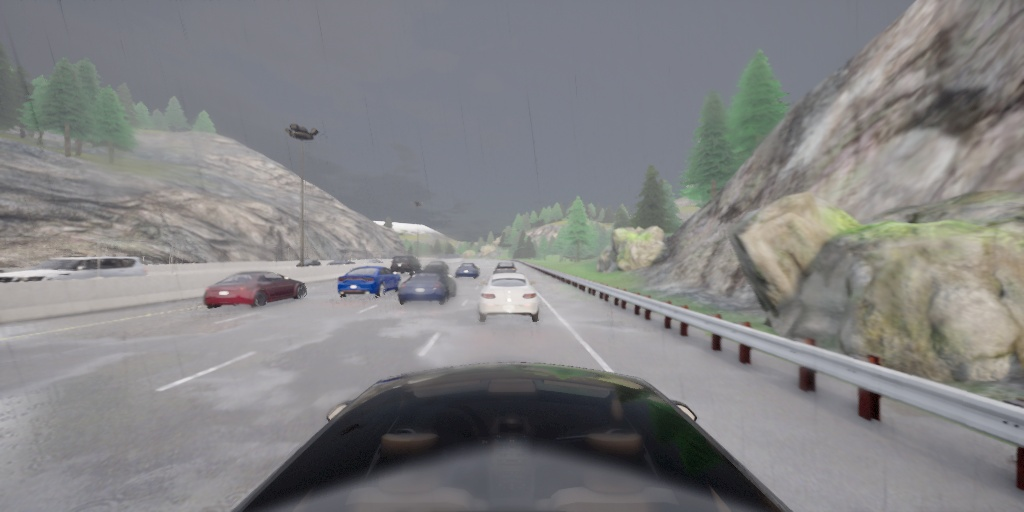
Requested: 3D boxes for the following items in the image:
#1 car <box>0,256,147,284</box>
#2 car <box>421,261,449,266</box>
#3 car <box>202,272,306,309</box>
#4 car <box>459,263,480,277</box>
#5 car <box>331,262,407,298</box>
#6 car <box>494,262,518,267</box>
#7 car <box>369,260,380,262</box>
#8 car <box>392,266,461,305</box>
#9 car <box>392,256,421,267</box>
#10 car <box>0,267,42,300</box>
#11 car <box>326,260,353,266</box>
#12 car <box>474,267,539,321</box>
[{"bbox_3d":[-21.435,1.026,17.715,2.150,2.045,5.566,0,0,-1],"label":"car"},{"bbox_3d":[-7.690,1.262,37.335,1.882,1.535,5.008,0,0,-1],"label":"car"},{"bbox_3d":[-10.687,1.344,15.256,1.994,1.385,4.181,0,0,-1],"label":"car"},{"bbox_3d":[-4.107,1.339,33.739,1.994,1.385,4.181,0,0,-1],"label":"car"},{"bbox_3d":[-7.261,1.252,18.770,1.882,1.535,5.008,0,0,-1],"label":"car"},{"bbox_3d":[-0.521,1.257,30.116,2.128,1.511,4.902,0,0,-1],"label":"car"},{"bbox_3d":[-22.305,1.374,57.678,2.033,1.411,5.357,0,0,-1],"label":"car"},{"bbox_3d":[-3.708,1.329,16.319,1.994,1.385,4.181,0,0,-1],"label":"car"},{"bbox_3d":[-11.217,1.014,38.321,2.150,2.045,5.566,0,0,-1],"label":"car"},{"bbox_3d":[-24.892,1.316,15.878,1.837,1.490,4.892,0,0,-1],"label":"car"},{"bbox_3d":[-25.749,1.380,54.775,2.033,1.411,5.357,0,0,-1],"label":"car"},{"bbox_3d":[-0.122,1.281,12.335,1.812,1.442,4.674,0,0,-1],"label":"car"}]
